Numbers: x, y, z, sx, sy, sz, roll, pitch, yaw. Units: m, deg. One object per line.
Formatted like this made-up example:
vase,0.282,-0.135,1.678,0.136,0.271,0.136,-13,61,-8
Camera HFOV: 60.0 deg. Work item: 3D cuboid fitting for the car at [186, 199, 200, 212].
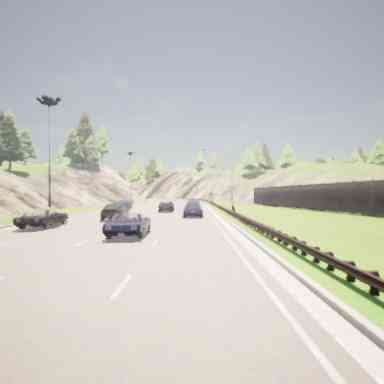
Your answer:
car,0.167,1.772,45.244,1.882,1.535,5.008,-1,0,1

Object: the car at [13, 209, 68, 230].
car,-10.336,1.859,23.202,1.895,1.301,4.718,-1,0,0

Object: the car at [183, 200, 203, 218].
car,0.098,1.778,32.810,1.994,1.385,4.181,-1,0,0

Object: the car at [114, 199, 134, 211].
car,-10.232,1.912,50.320,1.882,1.535,5.008,-1,0,0

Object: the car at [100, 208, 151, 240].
car,-3.354,1.754,18.039,1.895,1.301,4.718,-1,0,0

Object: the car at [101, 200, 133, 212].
car,-6.814,1.772,29.801,1.837,1.490,4.892,-1,0,0

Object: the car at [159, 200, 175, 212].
car,-3.268,1.810,43.416,2.128,1.511,4.902,-1,0,0
